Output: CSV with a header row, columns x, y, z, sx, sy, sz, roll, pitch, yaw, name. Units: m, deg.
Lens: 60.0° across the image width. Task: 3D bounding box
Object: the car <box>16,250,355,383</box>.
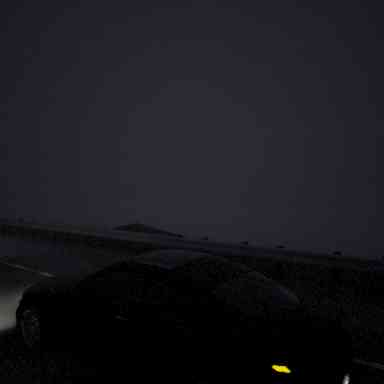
x,y,z,sx,sy,sz,roll,pitch,yaw,name
-0.451,1.523,4.404,4.674,1.442,1.812,0,0,36,car
